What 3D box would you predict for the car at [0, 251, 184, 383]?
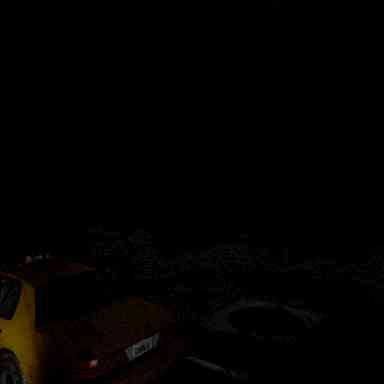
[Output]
[{"bbox_3d":[-2.354,1.537,4.756,4.829,1.417,1.752,0,0,37],"label":"car"}]
